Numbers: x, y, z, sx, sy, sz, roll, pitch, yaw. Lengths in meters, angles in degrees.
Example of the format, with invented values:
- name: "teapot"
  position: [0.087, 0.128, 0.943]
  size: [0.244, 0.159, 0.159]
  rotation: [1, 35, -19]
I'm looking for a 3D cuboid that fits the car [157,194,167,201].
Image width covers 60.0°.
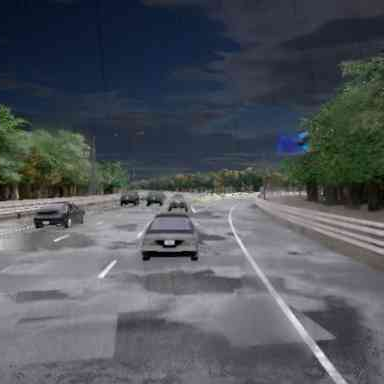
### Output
- name: "car"
  position: [-6.681, 1.250, 73.751]
  size: [2.128, 1.511, 4.902]
  rotation: [0, 0, -4]

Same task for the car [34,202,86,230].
- name: "car"
  position: [-7.915, 1.382, 20.308]
  size: [1.837, 1.490, 4.892]
  rotation: [0, 0, -2]

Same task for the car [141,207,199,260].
- name: "car"
  position: [-0.731, 1.496, 12.122]
  size: [2.033, 1.411, 5.357]
  rotation: [0, 0, -2]

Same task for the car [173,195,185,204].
- name: "car"
  position: [-2.280, 1.265, 57.698]
  size: [1.837, 1.490, 4.892]
  rotation: [0, 0, -3]

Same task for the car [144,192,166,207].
- name: "car"
  position: [-5.261, 0.989, 47.960]
  size: [2.150, 2.045, 5.566]
  rotation: [0, 0, -2]

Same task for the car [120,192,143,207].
- name: "car"
  position: [-8.734, 0.977, 47.106]
  size: [2.150, 2.045, 5.566]
  rotation: [0, 0, -2]

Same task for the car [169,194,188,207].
- name: "car"
  position: [-1.544, 1.173, 37.831]
  size: [2.097, 1.767, 4.553]
  rotation: [0, 0, -2]

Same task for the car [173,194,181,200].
- name: "car"
  position: [-3.733, 1.213, 81.526]
  size: [1.882, 1.535, 5.008]
  rotation: [0, 0, -4]
